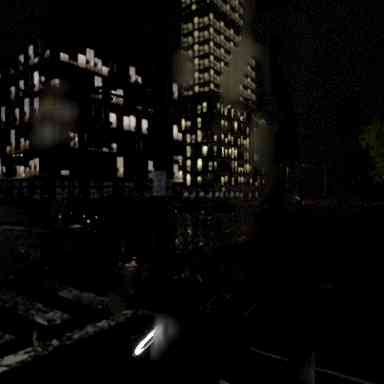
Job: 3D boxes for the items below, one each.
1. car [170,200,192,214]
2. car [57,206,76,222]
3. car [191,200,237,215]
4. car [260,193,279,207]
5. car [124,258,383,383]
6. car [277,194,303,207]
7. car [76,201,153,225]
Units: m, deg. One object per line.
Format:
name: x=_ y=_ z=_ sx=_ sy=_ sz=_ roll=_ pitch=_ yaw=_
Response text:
car: x=-0.044 y=1.563 z=35.939 sx=2.033 sy=1.411 sz=5.357 roll=-1 pitch=0 yaw=37
car: x=-7.878 y=1.490 z=25.559 sx=2.128 sy=1.511 sz=4.902 roll=-1 pitch=0 yaw=37
car: x=2.611 y=1.531 z=34.064 sx=2.033 sy=1.411 sz=5.357 roll=-1 pitch=0 yaw=37
car: x=12.875 y=1.247 z=52.901 sx=2.150 sy=2.045 sz=5.566 roll=-1 pitch=-1 yaw=37
car: x=1.588 y=1.352 z=2.551 sx=4.553 sy=1.767 sz=2.097 roll=0 pitch=0 yaw=36
car: x=15.339 y=1.501 z=50.772 sx=2.128 sy=1.511 sz=4.902 roll=-1 pitch=-1 yaw=37
car: x=-5.143 y=1.514 z=23.789 sx=2.033 sy=1.411 sz=5.357 roll=-1 pitch=0 yaw=37
